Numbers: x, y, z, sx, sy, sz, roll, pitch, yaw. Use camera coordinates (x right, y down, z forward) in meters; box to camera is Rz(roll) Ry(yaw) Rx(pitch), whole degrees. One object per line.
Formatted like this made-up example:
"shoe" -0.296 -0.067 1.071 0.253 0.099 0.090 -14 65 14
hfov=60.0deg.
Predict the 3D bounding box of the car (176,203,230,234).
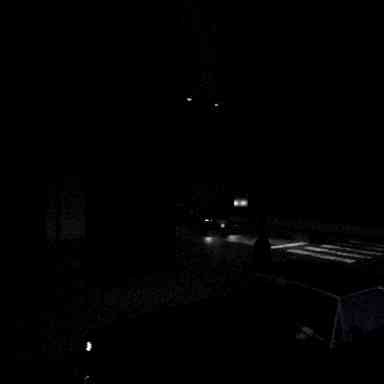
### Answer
"car" 0.079 1.406 18.631 2.128 1.511 4.902 0 0 -37

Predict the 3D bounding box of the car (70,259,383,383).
"car" 1.161 1.601 3.905 4.718 1.301 1.895 0 0 -36
